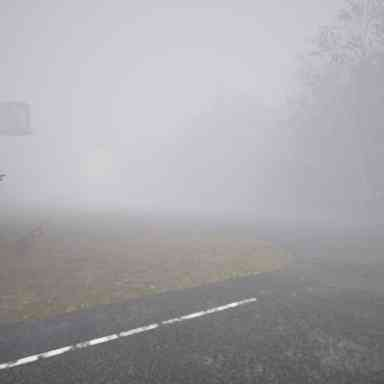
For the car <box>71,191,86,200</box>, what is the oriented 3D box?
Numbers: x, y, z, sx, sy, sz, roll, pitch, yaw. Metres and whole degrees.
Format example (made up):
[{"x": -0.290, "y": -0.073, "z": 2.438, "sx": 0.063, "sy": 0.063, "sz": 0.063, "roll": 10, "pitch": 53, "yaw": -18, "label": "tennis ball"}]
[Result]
[{"x": -26.378, "y": 0.719, "z": 77.170, "sx": 2.150, "sy": 2.045, "sz": 5.566, "roll": 0, "pitch": 0, "yaw": -34, "label": "car"}]

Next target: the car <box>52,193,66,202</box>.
[{"x": -26.063, "y": 0.921, "z": 65.191, "sx": 2.097, "sy": 1.767, "sz": 4.553, "roll": 0, "pitch": 0, "yaw": -29, "label": "car"}]
